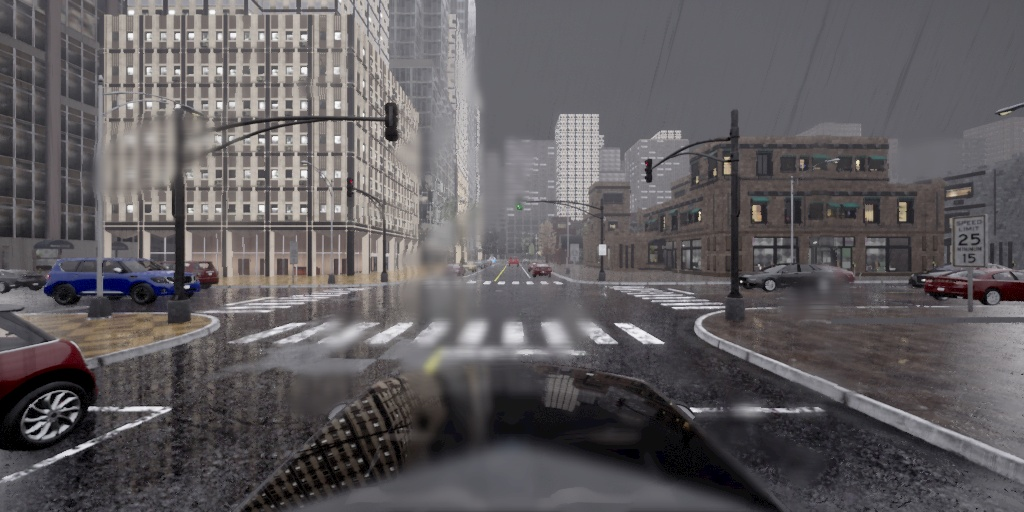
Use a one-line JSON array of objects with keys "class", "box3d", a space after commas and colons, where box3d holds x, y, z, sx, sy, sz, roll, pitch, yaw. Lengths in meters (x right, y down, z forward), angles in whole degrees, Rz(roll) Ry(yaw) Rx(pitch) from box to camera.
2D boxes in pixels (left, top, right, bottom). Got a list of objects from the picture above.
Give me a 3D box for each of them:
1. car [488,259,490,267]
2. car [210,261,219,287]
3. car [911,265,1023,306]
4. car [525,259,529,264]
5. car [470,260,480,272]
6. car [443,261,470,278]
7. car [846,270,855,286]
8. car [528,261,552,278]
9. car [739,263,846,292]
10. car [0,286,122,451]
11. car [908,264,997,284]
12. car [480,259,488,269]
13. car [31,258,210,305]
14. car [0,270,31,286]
[{"class": "car", "box3d": [-5.389, 1.369, 62.421, 1.948, 1.339, 4.313, 0, 0, 0]}, {"class": "car", "box3d": [-21.022, 1.212, 22.132, 5.009, 1.841, 2.192, 0, 0, -1]}, {"class": "car", "box3d": [19.134, 1.158, 14.155, 4.507, 1.381, 1.888, 0, 0, -1]}, {"class": "car", "box3d": [2.908, 1.366, 45.757, 1.802, 1.307, 4.207, 0, 0, 0]}, {"class": "car", "box3d": [-5.473, 1.310, 45.629, 1.751, 1.417, 4.829, 0, 0, 0]}, {"class": "car", "box3d": [-5.528, 1.355, 34.717, 1.802, 1.307, 4.207, 0, 0, 0]}, {"class": "car", "box3d": [19.050, 1.211, 22.535, 4.207, 1.307, 1.802, 0, 0, -1]}, {"class": "car", "box3d": [2.853, 1.318, 34.675, 1.888, 1.381, 4.507, 0, 0, 0]}, {"class": "car", "box3d": [15.140, 1.155, 19.908, 4.892, 1.490, 1.837, 0, 0, -1]}, {"class": "car", "box3d": [-5.691, 1.190, 2.250, 1.967, 1.591, 4.097, 0, 0, 0]}, {"class": "car", "box3d": [24.943, 1.148, 20.014, 4.181, 1.385, 1.994, 0, 0, -1]}, {"class": "car", "box3d": [-5.416, 1.347, 56.880, 2.007, 1.370, 4.403, 0, 0, 0]}, {"class": "car", "box3d": [-17.609, 1.085, 16.379, 5.566, 2.045, 2.150, 0, 0, -1]}, {"class": "car", "box3d": [-31.433, 1.517, 22.027, 4.403, 1.370, 2.007, 0, 0, -1]}]
